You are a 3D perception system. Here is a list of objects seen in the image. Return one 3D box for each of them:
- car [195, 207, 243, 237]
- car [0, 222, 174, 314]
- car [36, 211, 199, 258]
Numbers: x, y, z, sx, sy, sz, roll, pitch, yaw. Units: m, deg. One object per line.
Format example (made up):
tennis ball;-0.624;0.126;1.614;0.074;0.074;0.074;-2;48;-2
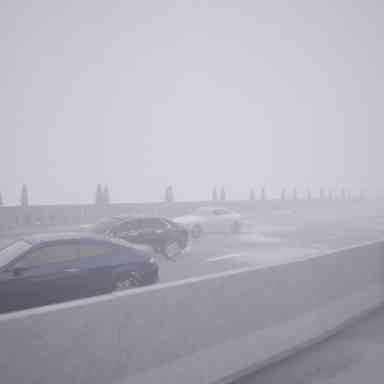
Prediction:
car;0.900;1.560;18.388;4.674;1.442;1.812;0;0;-40
car;-2.844;1.552;6.398;4.674;1.442;1.812;0;0;-37
car;-2.330;1.538;11.195;4.892;1.490;1.837;0;0;-38
